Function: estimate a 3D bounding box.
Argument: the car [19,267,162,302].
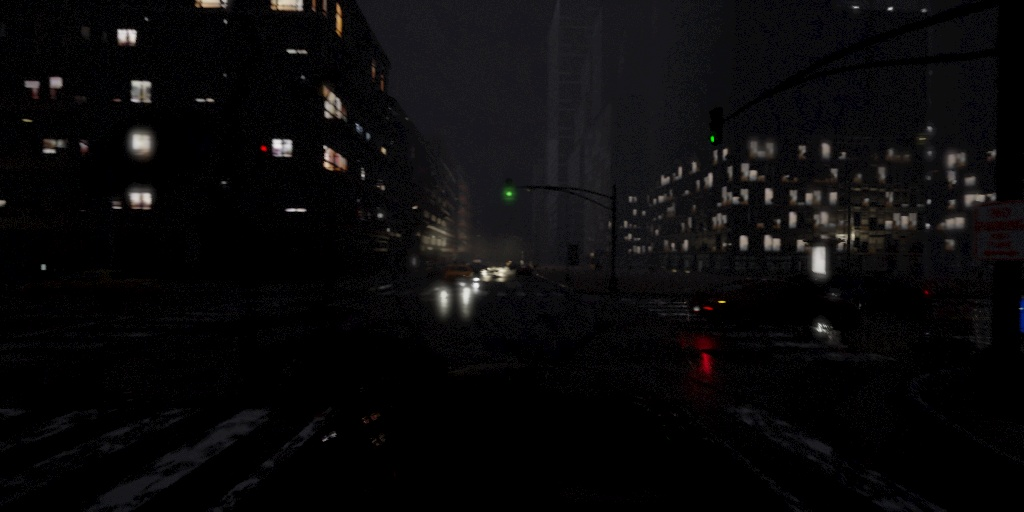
[{"bbox_3d":[-18.430,1.188,15.790,4.829,1.417,1.751,0,0,-2],"label":"car"}]

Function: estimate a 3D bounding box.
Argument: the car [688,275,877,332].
[{"bbox_3d":[7.925,1.435,11.024,4.674,1.442,1.812,0,0,-2],"label":"car"}]

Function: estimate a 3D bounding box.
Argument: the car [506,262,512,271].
[{"bbox_3d":[0.526,1.861,62.840,2.007,1.370,4.403,0,0,-2],"label":"car"}]

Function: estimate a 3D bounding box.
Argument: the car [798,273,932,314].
[{"bbox_3d":[13.921,1.503,14.339,4.181,1.385,1.994,0,0,-2],"label":"car"}]

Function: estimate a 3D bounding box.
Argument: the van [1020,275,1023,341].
[{"bbox_3d":[14.403,1.318,8.567,3.998,1.789,1.690,0,0,-2],"label":"van"}]

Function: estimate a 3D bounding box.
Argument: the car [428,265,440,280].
[{"bbox_3d":[-6.858,1.515,34.273,1.888,1.381,4.507,0,0,-2],"label":"car"}]

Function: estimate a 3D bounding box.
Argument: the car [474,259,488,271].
[{"bbox_3d":[-5.068,1.725,60.430,2.128,1.511,4.902,1,-1,-2],"label":"car"}]

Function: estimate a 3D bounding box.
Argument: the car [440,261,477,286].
[{"bbox_3d":[-4.036,1.416,27.831,1.882,1.535,5.008,1,0,-2],"label":"car"}]

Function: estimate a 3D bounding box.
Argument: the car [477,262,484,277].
[{"bbox_3d":[-4.427,1.641,39.310,1.895,1.301,4.718,1,0,-2],"label":"car"}]

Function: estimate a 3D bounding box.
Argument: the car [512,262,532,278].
[{"bbox_3d":[1.291,1.651,40.258,1.888,1.381,4.507,0,0,-2],"label":"car"}]
